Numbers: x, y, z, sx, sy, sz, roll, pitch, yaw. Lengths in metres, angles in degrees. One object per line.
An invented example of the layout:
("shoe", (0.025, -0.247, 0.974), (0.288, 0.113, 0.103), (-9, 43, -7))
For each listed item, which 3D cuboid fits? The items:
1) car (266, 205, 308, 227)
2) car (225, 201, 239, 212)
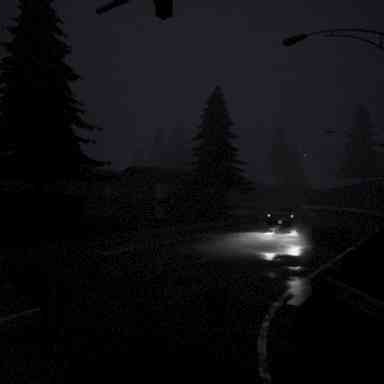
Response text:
("car", (6.565, 1.574, 22.748), (1.895, 1.301, 4.718), (0, 0, 28))
("car", (3.153, 1.504, 38.570), (4.674, 1.442, 1.812), (0, 0, 38))
